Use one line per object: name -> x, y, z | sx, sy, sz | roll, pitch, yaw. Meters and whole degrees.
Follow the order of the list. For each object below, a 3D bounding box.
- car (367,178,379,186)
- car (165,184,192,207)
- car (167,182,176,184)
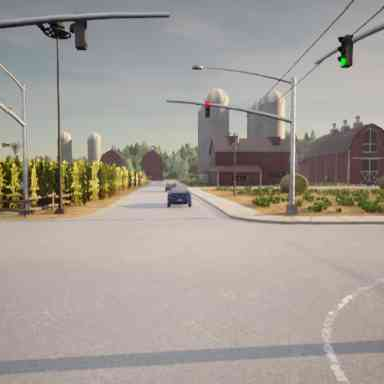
car -> 42.388, -2.328, 77.481 | 1.905, 1.878, 3.866 | 10, 10, 41
car -> -1.105, 0.347, 27.571 | 1.882, 1.535, 5.008 | 0, 3, -4
car -> -3.328, -0.810, 52.803 | 2.128, 1.511, 4.902 | 0, 3, -5
